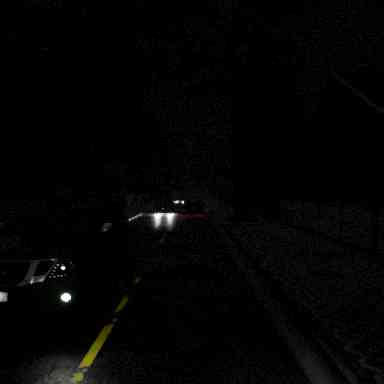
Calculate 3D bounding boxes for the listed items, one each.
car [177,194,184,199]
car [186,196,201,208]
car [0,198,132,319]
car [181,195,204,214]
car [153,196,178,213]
[{"bbox_3d":[-2.598,1.113,76.372,1.895,1.301,4.718,0,0,0],"label":"car"},{"bbox_3d":[0.189,1.303,44.901,1.882,1.535,5.008,0,0,0],"label":"car"},{"bbox_3d":[-2.838,1.181,7.642,2.150,2.045,5.566,0,0,0],"label":"car"},{"bbox_3d":[0.167,1.329,33.862,1.882,1.535,5.008,0,0,0],"label":"car"},{"bbox_3d":[-2.784,1.413,34.021,1.994,1.385,4.181,0,0,0],"label":"car"}]
